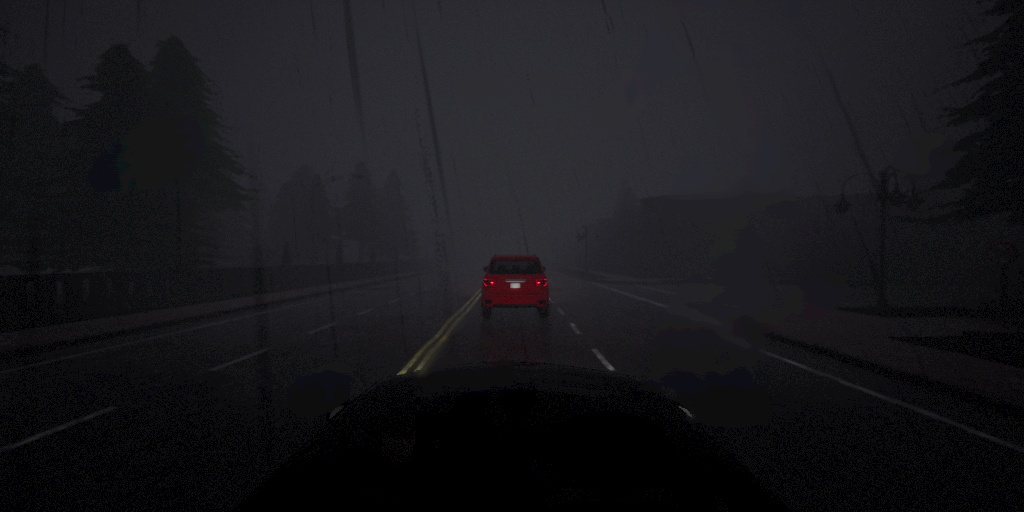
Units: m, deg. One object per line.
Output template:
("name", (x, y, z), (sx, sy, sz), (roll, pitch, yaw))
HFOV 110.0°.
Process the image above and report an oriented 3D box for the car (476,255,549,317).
("car", (0.104, 0.972, 13.327), (2.150, 2.045, 5.566), (0, 0, 0))
